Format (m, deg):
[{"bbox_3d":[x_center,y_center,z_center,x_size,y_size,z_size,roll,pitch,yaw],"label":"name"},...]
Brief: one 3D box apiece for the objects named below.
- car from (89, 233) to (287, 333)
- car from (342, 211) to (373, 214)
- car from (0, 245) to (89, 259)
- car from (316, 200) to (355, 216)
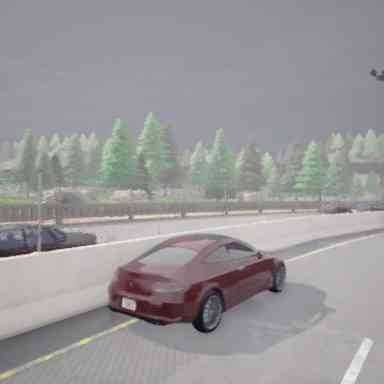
[{"bbox_3d":[0.410,1.606,7.020,1.812,1.442,4.674,0,-1,37],"label":"car"},{"bbox_3d":[19.571,1.986,37.322,4.902,1.511,2.128,1,-1,-32],"label":"car"},{"bbox_3d":[-5.146,1.626,9.225,2.033,1.411,5.357,0,-1,36],"label":"car"},{"bbox_3d":[17.290,1.865,39.982,4.553,1.767,2.097,1,-1,-33],"label":"car"}]
